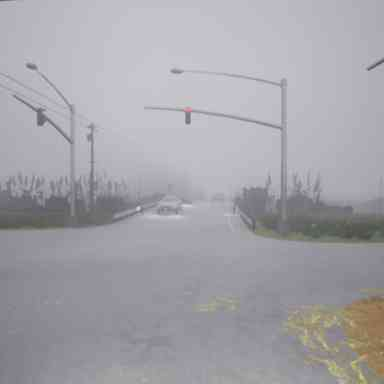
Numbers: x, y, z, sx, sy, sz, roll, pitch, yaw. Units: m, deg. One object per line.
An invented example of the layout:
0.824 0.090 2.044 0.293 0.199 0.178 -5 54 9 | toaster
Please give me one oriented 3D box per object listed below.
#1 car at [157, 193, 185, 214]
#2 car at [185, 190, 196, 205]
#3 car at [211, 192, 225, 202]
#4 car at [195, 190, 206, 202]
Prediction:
-2.038 1.119 30.992 1.812 1.442 4.674 0 3 5 | car
-0.978 0.833 41.071 1.994 1.385 4.181 0 1 7 | car
4.077 0.786 51.448 1.882 1.535 5.008 0 -1 8 | car
1.130 0.682 57.048 2.150 2.045 5.566 0 -2 8 | car
